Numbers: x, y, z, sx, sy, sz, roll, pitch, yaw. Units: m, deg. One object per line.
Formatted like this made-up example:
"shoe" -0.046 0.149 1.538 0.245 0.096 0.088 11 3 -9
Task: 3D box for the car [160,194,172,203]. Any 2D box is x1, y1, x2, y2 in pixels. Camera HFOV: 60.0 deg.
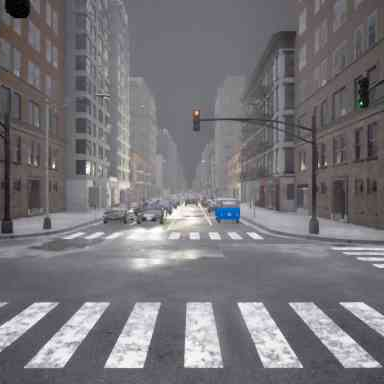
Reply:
"car" -5.515 1.293 70.406 2.192 1.841 5.009 0 0 0

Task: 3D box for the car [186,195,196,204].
"car" -0.118 1.460 65.102 1.882 1.535 5.008 0 0 0

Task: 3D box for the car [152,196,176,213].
"car" -2.912 1.476 33.947 1.882 1.535 5.008 0 0 0

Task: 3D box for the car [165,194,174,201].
"car" -5.535 1.410 81.770 1.967 1.590 4.097 0 0 0

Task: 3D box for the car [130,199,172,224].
"car" -2.882 1.491 24.504 2.128 1.511 4.902 0 0 -1

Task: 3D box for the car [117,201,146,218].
"car" -5.444 1.543 30.633 1.887 1.381 4.507 0 0 0

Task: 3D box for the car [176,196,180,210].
"car" -2.925 1.560 43.173 1.994 1.385 4.181 0 0 0

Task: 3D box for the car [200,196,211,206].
"car" 2.551 1.577 47.700 1.802 1.307 4.206 0 0 0

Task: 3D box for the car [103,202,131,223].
"car" -5.434 1.550 24.952 2.008 1.369 4.403 0 0 0

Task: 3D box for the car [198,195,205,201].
"car" 2.480 1.532 87.469 1.947 1.339 4.313 0 0 0

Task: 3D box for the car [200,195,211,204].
"car" 2.520 1.422 64.744 1.967 1.590 4.097 0 0 0

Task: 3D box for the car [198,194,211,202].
"car" 2.541 1.306 53.381 2.192 1.841 5.009 0 0 0

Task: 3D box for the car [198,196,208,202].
"car" 2.500 1.525 76.106 2.008 1.369 4.403 0 0 0

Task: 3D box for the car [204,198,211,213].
"car" 2.571 1.580 36.337 1.802 1.307 4.206 0 0 0

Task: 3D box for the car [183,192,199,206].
"car" -0.100 1.341 55.069 2.097 1.767 4.553 0 0 0

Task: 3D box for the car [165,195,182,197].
"car" -2.902 1.555 53.195 1.994 1.385 4.181 0 0 1

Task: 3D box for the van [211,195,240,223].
"van" 2.591 1.340 24.975 1.690 1.788 3.998 0 0 0
